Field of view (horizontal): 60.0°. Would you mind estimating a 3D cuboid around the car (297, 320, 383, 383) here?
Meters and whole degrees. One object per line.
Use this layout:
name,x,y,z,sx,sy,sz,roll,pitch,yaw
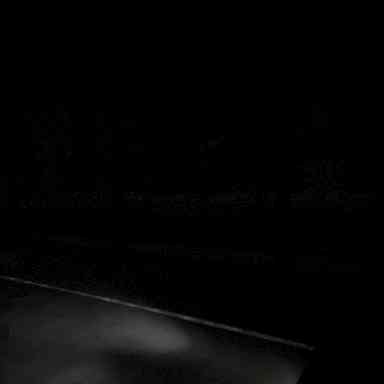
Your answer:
car,2.955,1.577,1.733,4.718,1.301,1.895,-1,0,36
